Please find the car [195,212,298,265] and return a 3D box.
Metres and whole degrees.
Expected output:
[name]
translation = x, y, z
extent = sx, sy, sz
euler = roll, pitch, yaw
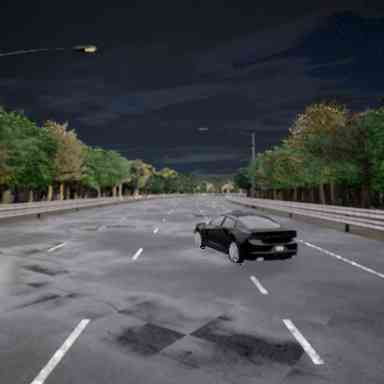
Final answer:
[car]
translation = 1.676, 1.466, 11.953
extent = 1.882, 1.535, 5.008
euler = 0, 0, -20
